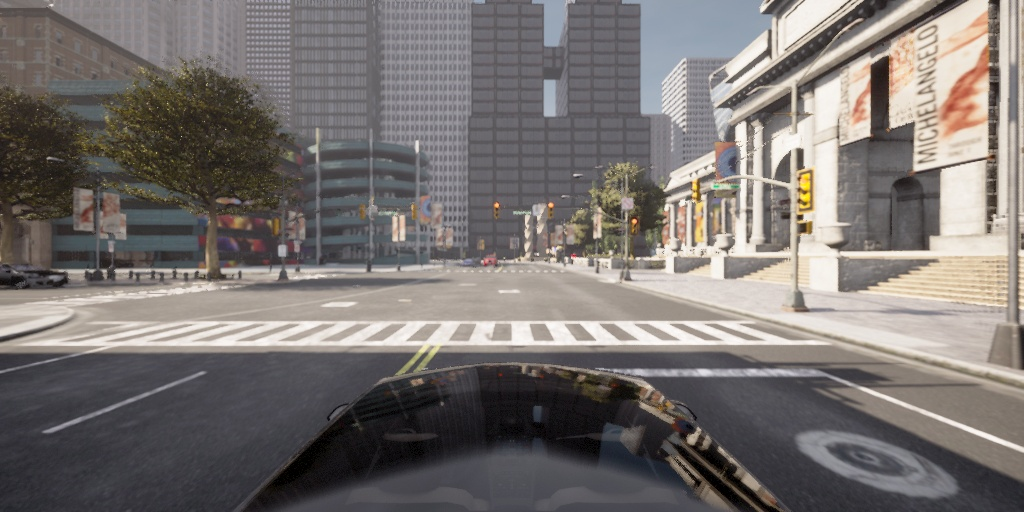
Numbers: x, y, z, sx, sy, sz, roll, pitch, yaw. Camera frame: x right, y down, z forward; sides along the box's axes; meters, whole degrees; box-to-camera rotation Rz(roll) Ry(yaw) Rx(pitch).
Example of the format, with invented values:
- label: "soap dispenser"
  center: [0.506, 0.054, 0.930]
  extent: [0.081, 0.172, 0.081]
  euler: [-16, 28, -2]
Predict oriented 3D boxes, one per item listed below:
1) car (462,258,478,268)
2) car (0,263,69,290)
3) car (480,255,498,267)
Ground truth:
- label: "car"
  center: [-7.073, 1.143, 58.788]
  extent: [1.812, 1.442, 4.674]
  euler: [0, 0, 0]
- label: "car"
  center: [-29.863, 1.194, 21.611]
  extent: [4.902, 1.511, 2.128]
  euler: [0, 0, 0]
- label: "car"
  center: [-3.573, 0.836, 60.350]
  extent: [2.150, 2.045, 5.566]
  euler: [0, 0, 0]
